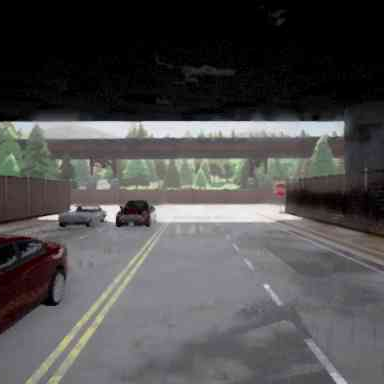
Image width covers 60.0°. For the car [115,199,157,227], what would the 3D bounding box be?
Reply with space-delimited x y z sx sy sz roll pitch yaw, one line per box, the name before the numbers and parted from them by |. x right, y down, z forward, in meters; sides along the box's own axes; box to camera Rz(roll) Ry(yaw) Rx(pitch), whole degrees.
car | -3.526 1.270 21.649 2.097 1.767 4.553 0 0 0

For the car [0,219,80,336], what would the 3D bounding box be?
car | -3.585 1.458 5.166 1.882 1.535 5.008 0 0 0

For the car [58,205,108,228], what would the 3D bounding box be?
car | -7.024 1.520 21.760 1.895 1.301 4.718 0 0 0
